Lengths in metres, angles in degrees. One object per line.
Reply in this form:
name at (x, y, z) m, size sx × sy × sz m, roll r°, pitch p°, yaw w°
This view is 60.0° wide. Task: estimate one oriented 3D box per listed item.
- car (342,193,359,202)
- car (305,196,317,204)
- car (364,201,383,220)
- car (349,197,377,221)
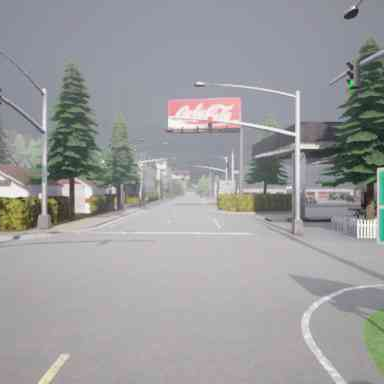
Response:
car at (34.927, 1.463, 71.789) m, size 2.007 × 1.523 × 4.514 m, roll 0°, pitch 0°, yaw 0°
car at (22.521, 1.529, 64.001) m, size 1.970 × 1.475 × 3.806 m, roll 0°, pitch 0°, yaw 0°
car at (18.704, 1.661, 30.605) m, size 4.611 × 1.667 × 2.242 m, roll 0°, pitch 0°, yaw 0°
car at (14.376, 1.495, 24.936) m, size 3.866 × 1.878 × 1.905 m, roll 0°, pitch 0°, yaw 0°
